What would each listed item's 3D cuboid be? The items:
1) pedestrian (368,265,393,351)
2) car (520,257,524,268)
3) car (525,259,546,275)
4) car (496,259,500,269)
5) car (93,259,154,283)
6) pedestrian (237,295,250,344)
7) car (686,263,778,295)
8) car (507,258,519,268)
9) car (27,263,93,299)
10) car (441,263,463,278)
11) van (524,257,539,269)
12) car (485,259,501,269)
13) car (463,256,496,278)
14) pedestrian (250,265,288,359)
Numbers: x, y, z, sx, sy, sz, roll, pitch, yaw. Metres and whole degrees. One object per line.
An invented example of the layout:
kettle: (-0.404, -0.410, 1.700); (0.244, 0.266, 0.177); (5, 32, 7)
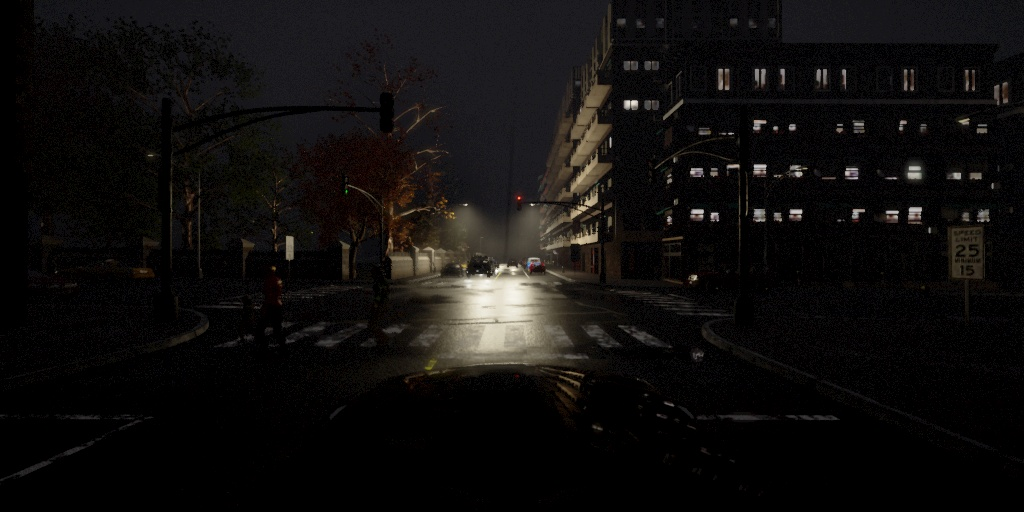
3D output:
pedestrian: (-2.731, 1.040, 7.487); (0.375, 1.860, 0.375); (0, 0, 0)
car: (2.789, 1.230, 56.927); (1.967, 1.591, 4.097); (0, 0, 0)
car: (2.759, 1.314, 40.036); (1.888, 1.381, 4.507); (0, 0, 0)
car: (-3.021, 1.322, 44.975); (2.033, 1.411, 5.357); (0, 0, 0)
car: (-24.708, 0.883, 21.750); (4.829, 1.417, 1.751); (0, 0, 0)
pedestrian: (-5.924, 1.424, 8.093); (0.500, 1.100, 0.500); (0, 0, 0)
car: (13.485, 1.353, 22.046); (5.009, 1.841, 2.192); (0, 0, 0)
car: (0.109, 1.304, 62.711); (1.837, 1.490, 4.892); (0, 0, 0)
car: (-18.942, 1.007, 13.414); (4.207, 1.307, 1.802); (0, 0, 0)
car: (-5.632, 1.330, 34.421); (1.948, 1.339, 4.313); (0, 0, 0)
van: (2.769, 1.116, 45.667); (1.690, 1.789, 3.998); (0, 0, 0)
car: (-2.983, 1.282, 57.288); (2.128, 1.511, 4.902); (0, 0, 0)
car: (-3.027, 0.986, 34.707); (2.150, 2.045, 5.566); (0, 0, 1)
pedestrian: (-4.667, 1.044, 6.890); (0.375, 1.860, 0.375); (0, 0, 0)
